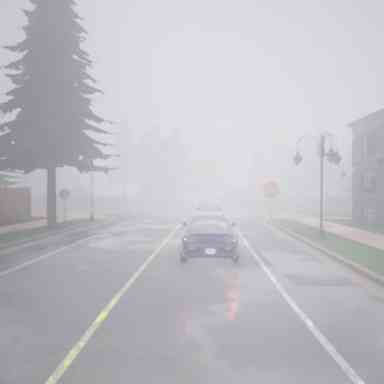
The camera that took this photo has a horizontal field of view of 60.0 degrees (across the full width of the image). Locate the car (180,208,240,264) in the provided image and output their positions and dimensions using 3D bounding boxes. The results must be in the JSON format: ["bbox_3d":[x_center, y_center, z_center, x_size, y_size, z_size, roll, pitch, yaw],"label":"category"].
[{"bbox_3d":[0.594,1.495,11.675,1.812,1.442,4.674,0,0,2],"label":"car"}]

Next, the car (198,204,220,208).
[{"bbox_3d":[1.251,1.538,23.989,1.895,1.301,4.718,0,0,4],"label":"car"}]
